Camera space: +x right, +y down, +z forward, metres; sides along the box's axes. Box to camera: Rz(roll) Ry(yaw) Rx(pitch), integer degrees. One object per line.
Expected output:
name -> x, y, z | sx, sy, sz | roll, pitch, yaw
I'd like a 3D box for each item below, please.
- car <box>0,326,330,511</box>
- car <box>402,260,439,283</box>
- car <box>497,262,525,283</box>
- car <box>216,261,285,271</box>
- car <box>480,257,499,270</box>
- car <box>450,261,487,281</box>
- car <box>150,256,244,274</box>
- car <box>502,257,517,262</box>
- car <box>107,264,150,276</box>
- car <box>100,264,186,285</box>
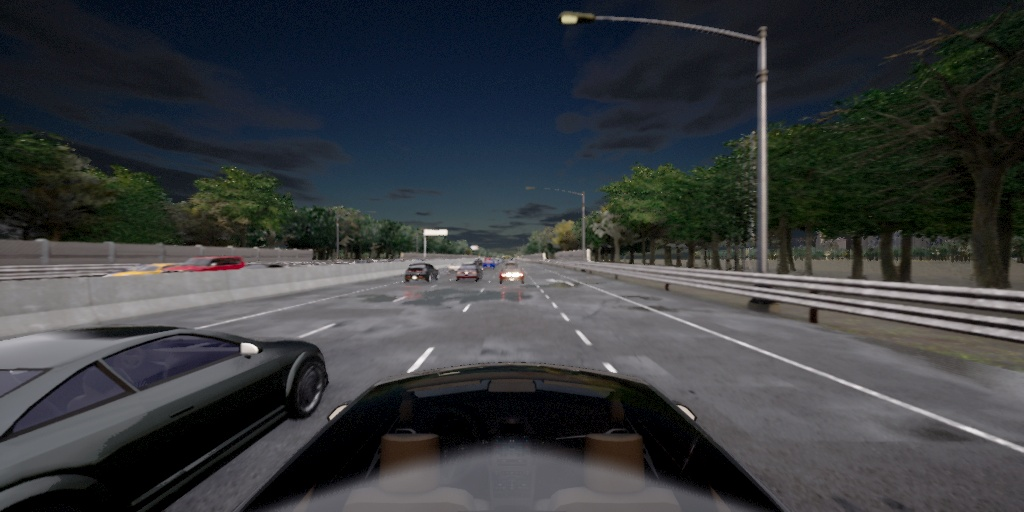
car -> -3.501, 1.320, 3.233 | 1.994, 1.385, 4.181 | 0, 0, 0
car -> -7.020, 1.305, 28.255 | 1.837, 1.490, 4.892 | 0, 0, 0
car -> -0.019, 1.391, 28.215 | 1.895, 1.301, 4.718 | 0, 0, 0
car -> -17.606, 1.308, 25.071 | 1.837, 1.490, 4.892 | 0, 0, 0
car -> -3.562, 1.339, 57.220 | 1.882, 1.535, 5.008 | 0, 0, 0
car -> -3.523, 1.346, 30.219 | 2.033, 1.411, 5.357 | 0, 0, 0
car -> -21.107, 1.029, 24.931 | 2.150, 2.045, 5.566 | 0, 0, 0
car -> -0.056, 1.325, 53.202 | 1.882, 1.535, 5.008 | 0, 0, 0
car -> -24.604, 1.289, 24.985 | 1.882, 1.535, 5.008 | 0, 0, 0
car -> -28.093, 1.346, 27.565 | 1.812, 1.442, 4.674 | 0, 0, 0
